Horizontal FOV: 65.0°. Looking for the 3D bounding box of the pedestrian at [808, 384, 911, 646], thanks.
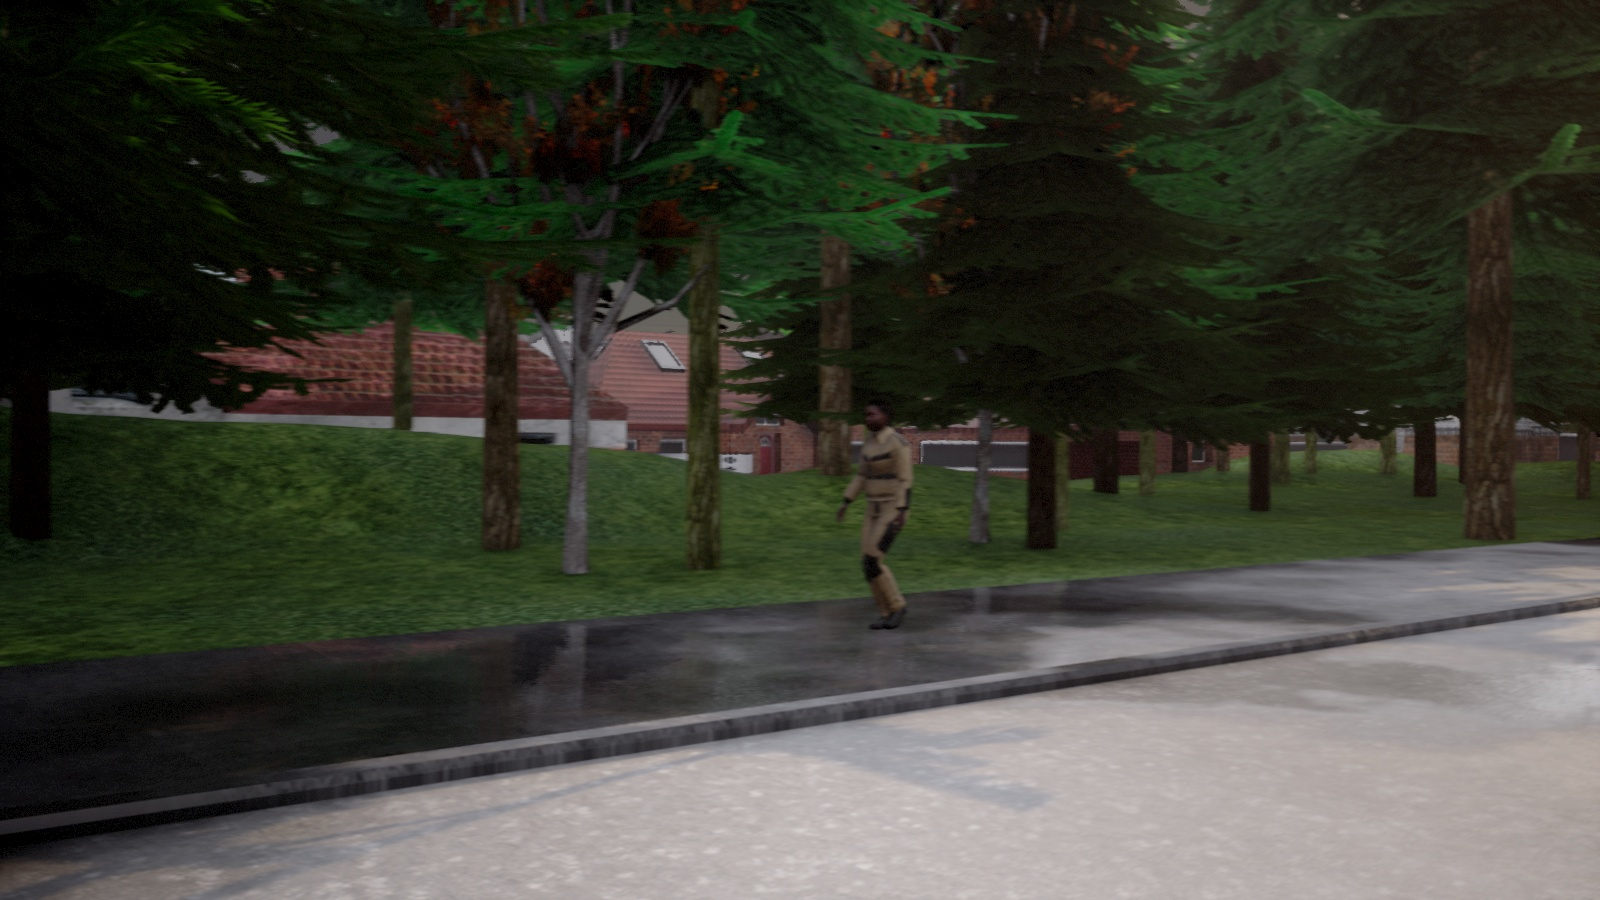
[{"bbox_3d":[0.459,0.477,9.621,0.692,1.930,0.396,0,0,-37],"label":"pedestrian"}]
